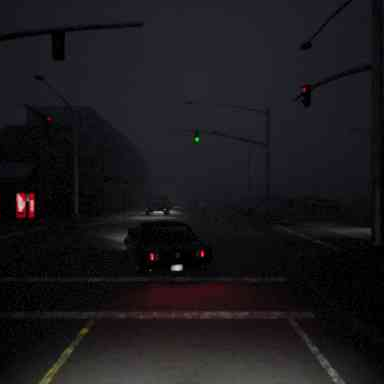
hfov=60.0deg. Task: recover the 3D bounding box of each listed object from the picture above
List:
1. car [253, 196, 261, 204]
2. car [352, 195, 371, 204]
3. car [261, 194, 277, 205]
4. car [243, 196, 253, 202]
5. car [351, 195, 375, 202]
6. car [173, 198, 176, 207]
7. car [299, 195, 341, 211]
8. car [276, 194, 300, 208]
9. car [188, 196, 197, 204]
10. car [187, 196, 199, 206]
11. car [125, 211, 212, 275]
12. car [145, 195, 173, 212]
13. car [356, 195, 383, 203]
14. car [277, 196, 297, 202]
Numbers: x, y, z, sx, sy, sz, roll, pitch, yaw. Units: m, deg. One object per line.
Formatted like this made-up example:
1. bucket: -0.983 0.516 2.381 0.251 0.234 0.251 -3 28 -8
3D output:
1. car: 13.773 1.252 59.288 4.605 1.855 1.932 0 0 0
2. car: 32.324 1.482 62.893 3.633 1.501 1.845 0 0 0
3. car: 14.184 1.224 56.382 3.866 1.878 1.905 0 0 0
4. car: 13.915 1.572 77.871 3.633 1.501 1.845 0 0 0
5. car: 39.949 1.537 77.874 4.514 1.523 2.007 0 0 0
6. car: -3.566 1.709 45.795 1.895 1.301 4.718 0 0 0
7. car: 14.503 1.335 37.170 3.806 1.475 1.970 0 0 0
8. car: 14.181 1.271 43.588 5.027 1.636 2.152 0 0 0
9. car: 0.027 1.668 71.544 1.837 1.490 4.892 0 0 0
10. car: 0.121 1.624 57.696 2.128 1.511 4.902 0 -1 0
11. car: -0.999 1.574 10.577 1.895 1.301 4.718 -1 2 -16
12. car: -3.582 1.305 35.562 2.150 2.045 5.566 0 0 0
13. car: 40.001 1.520 74.737 5.027 1.636 2.152 0 0 0
14. car: 21.335 1.575 74.889 3.806 1.475 1.970 0 0 0
